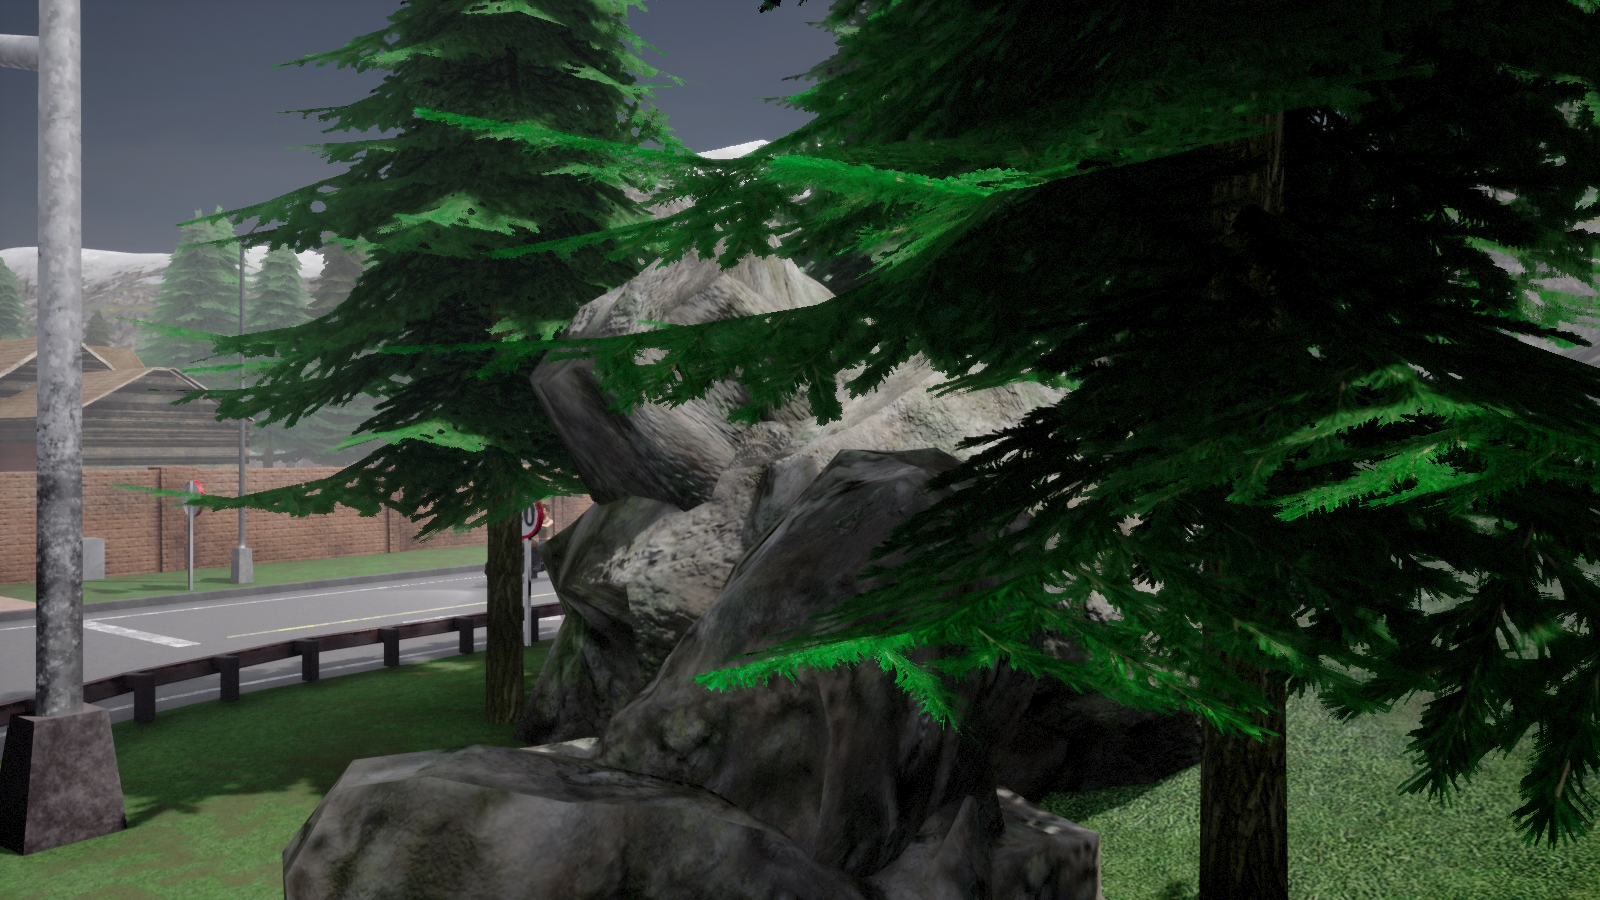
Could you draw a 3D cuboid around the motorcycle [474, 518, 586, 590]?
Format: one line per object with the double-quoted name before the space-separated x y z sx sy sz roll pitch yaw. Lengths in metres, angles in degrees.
"motorcycle" -5.636 2.150 24.014 0.764 1.277 2.356 0 0 36
